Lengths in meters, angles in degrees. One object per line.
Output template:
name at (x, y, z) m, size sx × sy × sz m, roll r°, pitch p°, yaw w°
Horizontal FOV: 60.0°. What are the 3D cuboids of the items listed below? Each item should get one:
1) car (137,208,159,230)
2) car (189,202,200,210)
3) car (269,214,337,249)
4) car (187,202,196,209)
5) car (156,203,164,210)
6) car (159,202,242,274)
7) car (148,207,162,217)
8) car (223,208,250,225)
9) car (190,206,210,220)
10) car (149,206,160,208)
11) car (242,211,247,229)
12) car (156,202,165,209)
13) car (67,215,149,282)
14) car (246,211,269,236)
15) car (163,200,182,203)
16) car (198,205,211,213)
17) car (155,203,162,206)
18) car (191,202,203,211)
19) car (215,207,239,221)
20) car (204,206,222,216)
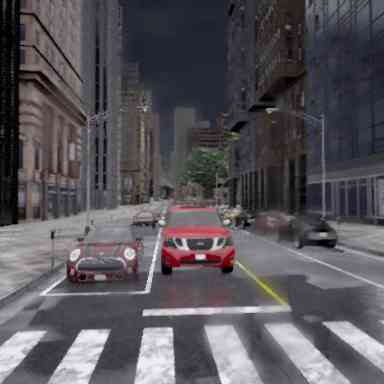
car at (-3.757, 2.235, 26.873) m, size 1.887 × 1.381 × 4.507 m, roll 0°, pitch -1°, yaw -4°
car at (0.623, 3.386, 82.211) m, size 2.192 × 1.841 × 5.009 m, roll 0°, pitch -1°, yaw -4°
car at (5.569, 1.963, 16.570) m, size 1.947 × 1.339 × 4.313 m, roll 0°, pitch -1°, yaw -4°
car at (-0.200, 3.661, 93.150) m, size 2.192 × 1.841 × 5.009 m, roll 0°, pitch -1°, yaw -4°
car at (-7.878, 3.522, 81.581) m, size 1.967 × 1.590 × 4.097 m, roll 0°, pitch -1°, yaw -4°
car at (0.038, 1.518, 11.967) m, size 2.150 × 2.045 × 5.566 m, roll 0°, pitch -2°, yaw -4°
car at (-5.405, 2.836, 48.754) m, size 1.802 × 1.307 × 4.206 m, roll 0°, pitch -1°, yaw -4°
car at (4.320, 2.351, 33.149) m, size 1.752 × 1.417 × 4.829 m, roll 0°, pitch -1°, yaw -4°
car at (0.955, 2.544, 41.600) m, size 2.128 × 1.511 × 4.902 m, roll 0°, pitch -1°, yaw -4°
car at (-4.156, 2.353, 32.175) m, size 1.752 × 1.417 × 4.829 m, roll 0°, pitch -1°, yaw -4°
car at (4.745, 2.246, 27.509) m, size 1.947 × 1.339 × 4.313 m, roll 0°, pitch -1°, yaw -4°
car at (-8.291, 3.534, 87.054) m, size 2.192 × 1.841 × 5.009 m, roll 0°, pitch -1°, yaw -4°
car at (-2.523, 1.707, 10.497) m, size 1.967 × 1.590 × 4.097 m, roll 0°, pitch -1°, yaw -5°
car at (5.157, 2.120, 22.039) m, size 1.802 × 1.307 × 4.206 m, roll 0°, pitch -1°, yaw -4°
car at (-0.760, 1.791, 22.509) m, size 2.150 × 2.045 × 5.566 m, roll 0°, pitch -1°, yaw -4°
car at (2.273, 3.085, 60.327) m, size 1.947 × 1.339 × 4.313 m, roll 0°, pitch -1°, yaw -4°
car at (-4.993, 2.554, 43.287) m, size 1.967 × 1.590 × 4.097 m, roll 0°, pitch -1°, yaw -4°
car at (1.090, 3.142, 71.022) m, size 2.097 × 1.767 × 4.553 m, roll 0°, pitch -1°, yaw -4°
car at (3.921, 2.514, 38.448) m, size 2.008 × 1.369 × 4.403 m, roll 0°, pitch -1°, yaw -4°
car at (3.097, 2.794, 49.388) m, size 2.008 × 1.369 × 4.403 m, roll 0°, pitch -1°, yaw -4°
